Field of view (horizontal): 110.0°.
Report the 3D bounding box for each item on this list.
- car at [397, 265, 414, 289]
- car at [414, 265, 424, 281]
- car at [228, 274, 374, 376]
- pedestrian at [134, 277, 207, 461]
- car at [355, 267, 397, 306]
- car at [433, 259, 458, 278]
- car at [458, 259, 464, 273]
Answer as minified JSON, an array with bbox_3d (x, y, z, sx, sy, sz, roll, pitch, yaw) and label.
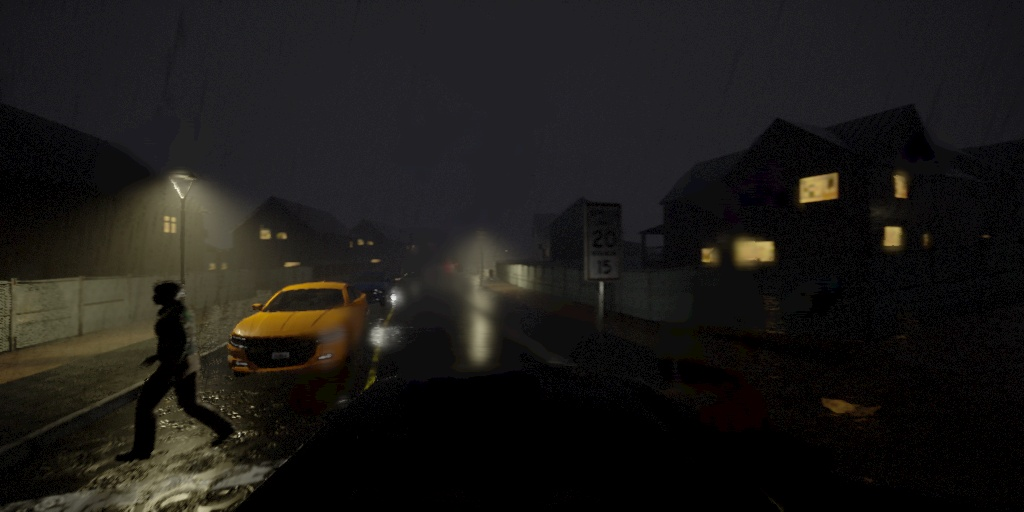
[{"bbox_3d":[-8.839,1.616,26.760,2.128,1.511,4.902,0,0,-10],"label":"car"},{"bbox_3d":[-10.246,1.668,36.660,1.882,1.535,5.008,0,0,-6],"label":"car"},{"bbox_3d":[-4.414,1.354,8.119,1.882,1.535,5.008,0,-1,-17],"label":"car"},{"bbox_3d":[-3.492,1.106,3.676,0.375,1.860,0.375,-1,0,-18],"label":"pedestrian"},{"bbox_3d":[-6.914,1.493,17.369,1.882,1.535,5.008,0,-1,-13],"label":"car"},{"bbox_3d":[-7.745,1.406,41.237,2.150,2.045,5.566,0,0,-5],"label":"car"},{"bbox_3d":[-8.259,1.426,51.660,2.150,2.045,5.566,0,0,-1],"label":"car"}]
